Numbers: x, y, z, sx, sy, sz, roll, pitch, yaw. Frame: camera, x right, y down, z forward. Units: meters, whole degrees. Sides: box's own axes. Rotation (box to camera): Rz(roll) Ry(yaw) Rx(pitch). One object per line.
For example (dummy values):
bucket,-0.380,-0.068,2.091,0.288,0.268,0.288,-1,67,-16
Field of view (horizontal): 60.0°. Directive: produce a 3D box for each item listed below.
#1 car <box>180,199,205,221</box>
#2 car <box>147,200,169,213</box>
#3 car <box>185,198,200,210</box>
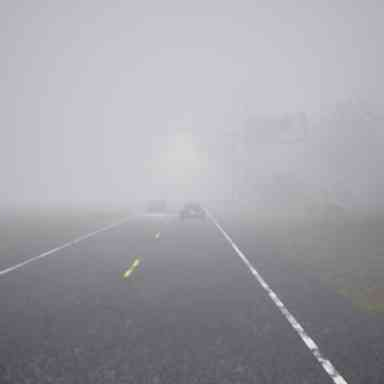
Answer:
car,0.037,1.522,26.838,1.994,1.385,4.181,0,0,0
car,-3.564,1.508,35.331,1.994,1.385,4.181,0,0,0
car,0.046,1.532,43.013,1.895,1.301,4.718,0,0,0
